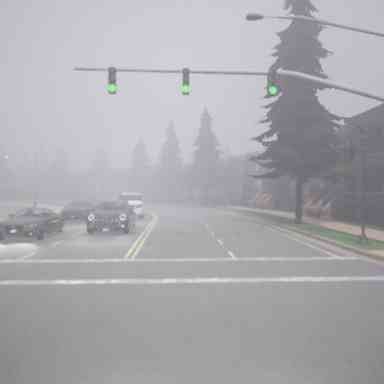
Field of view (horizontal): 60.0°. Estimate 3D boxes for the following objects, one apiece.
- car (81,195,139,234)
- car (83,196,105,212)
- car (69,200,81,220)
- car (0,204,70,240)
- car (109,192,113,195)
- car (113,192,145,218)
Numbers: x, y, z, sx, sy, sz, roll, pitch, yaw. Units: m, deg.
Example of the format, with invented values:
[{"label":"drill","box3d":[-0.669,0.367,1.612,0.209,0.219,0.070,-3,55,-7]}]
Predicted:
[{"label":"car","box3d":[-4.398,1.258,18.617,2.097,1.767,4.553,0,0,-4]},{"label":"car","box3d":[-10.936,1.292,36.850,1.882,1.535,5.008,0,0,-22]},{"label":"car","box3d":[-8.346,1.352,24.991,1.882,1.535,5.008,0,0,-6]},{"label":"car","box3d":[-7.765,1.482,16.265,1.994,1.385,4.181,0,0,-3]},{"label":"car","box3d":[-8.979,1.013,41.204,2.150,2.045,5.566,0,0,-25]},{"label":"car","box3d":[-5.173,1.079,28.164,2.150,2.045,5.566,0,0,-8]}]
